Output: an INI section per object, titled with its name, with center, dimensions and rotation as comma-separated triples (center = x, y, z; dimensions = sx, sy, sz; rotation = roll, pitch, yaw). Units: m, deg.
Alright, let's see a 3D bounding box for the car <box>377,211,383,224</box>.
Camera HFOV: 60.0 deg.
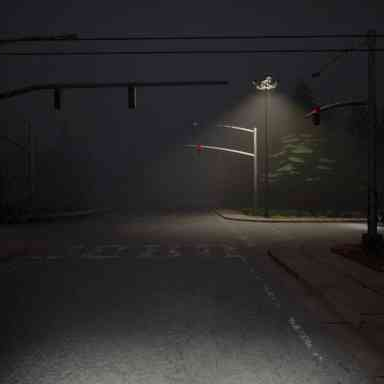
[car]
center = 14.895, 1.513, 22.079
dimensions = 4.892, 1.490, 1.837
rotation = 0, 0, 1
